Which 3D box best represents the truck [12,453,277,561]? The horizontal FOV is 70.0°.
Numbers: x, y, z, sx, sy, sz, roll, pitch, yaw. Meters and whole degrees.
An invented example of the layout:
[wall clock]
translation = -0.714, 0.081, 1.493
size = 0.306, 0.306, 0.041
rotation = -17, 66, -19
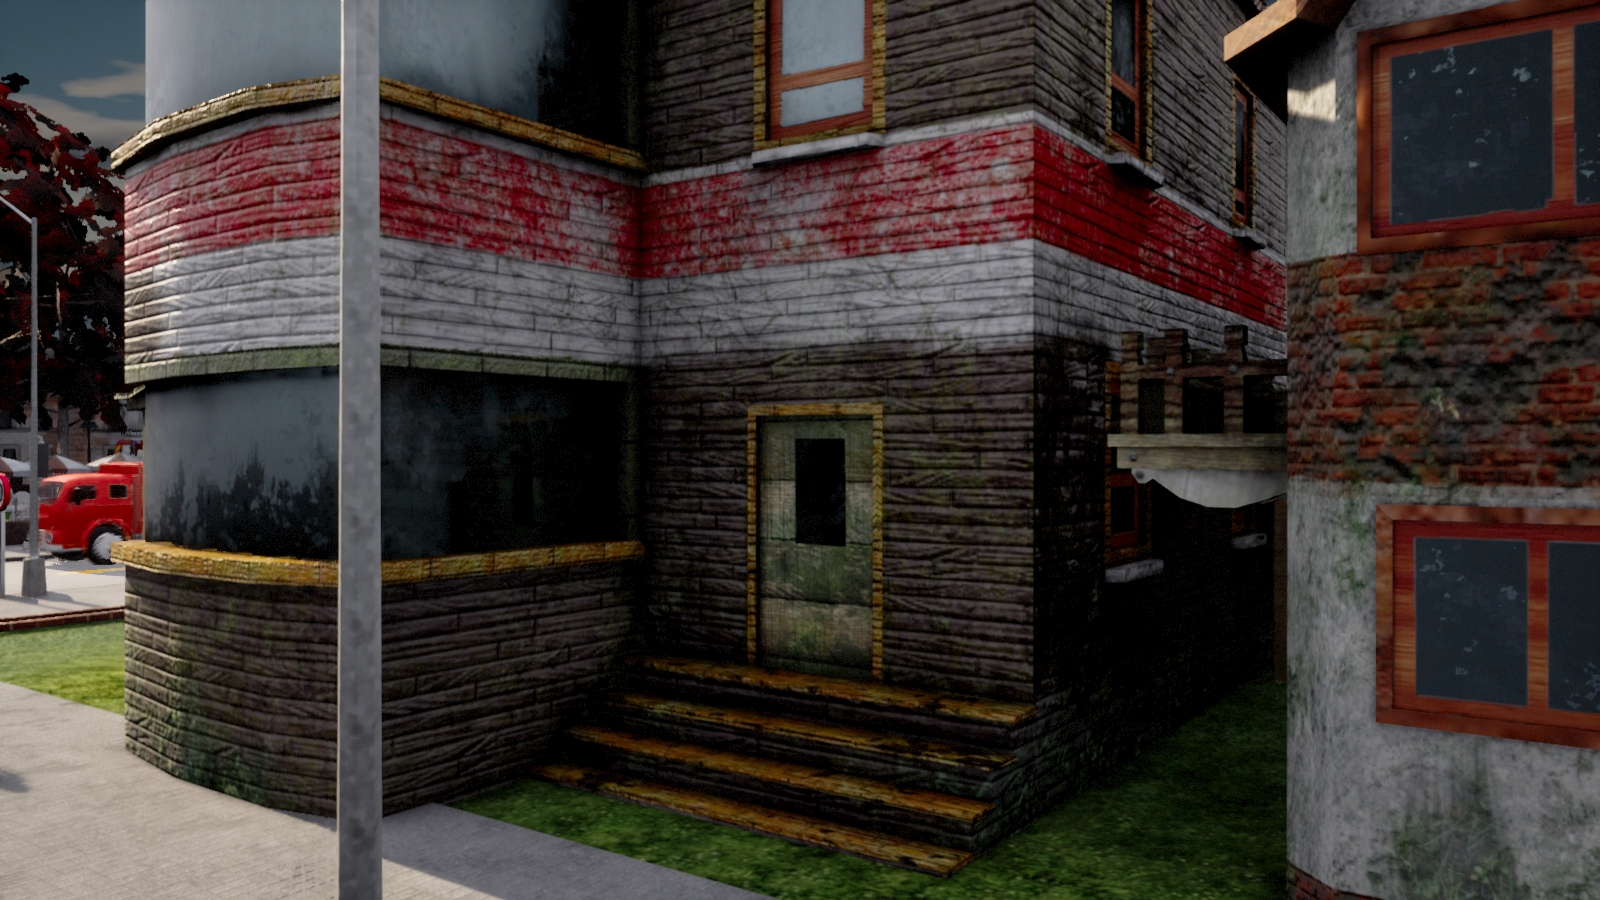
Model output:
[truck]
translation = -16.484, 1.312, 29.018
size = 2.627, 2.467, 5.204
rotation = 0, 0, 35
